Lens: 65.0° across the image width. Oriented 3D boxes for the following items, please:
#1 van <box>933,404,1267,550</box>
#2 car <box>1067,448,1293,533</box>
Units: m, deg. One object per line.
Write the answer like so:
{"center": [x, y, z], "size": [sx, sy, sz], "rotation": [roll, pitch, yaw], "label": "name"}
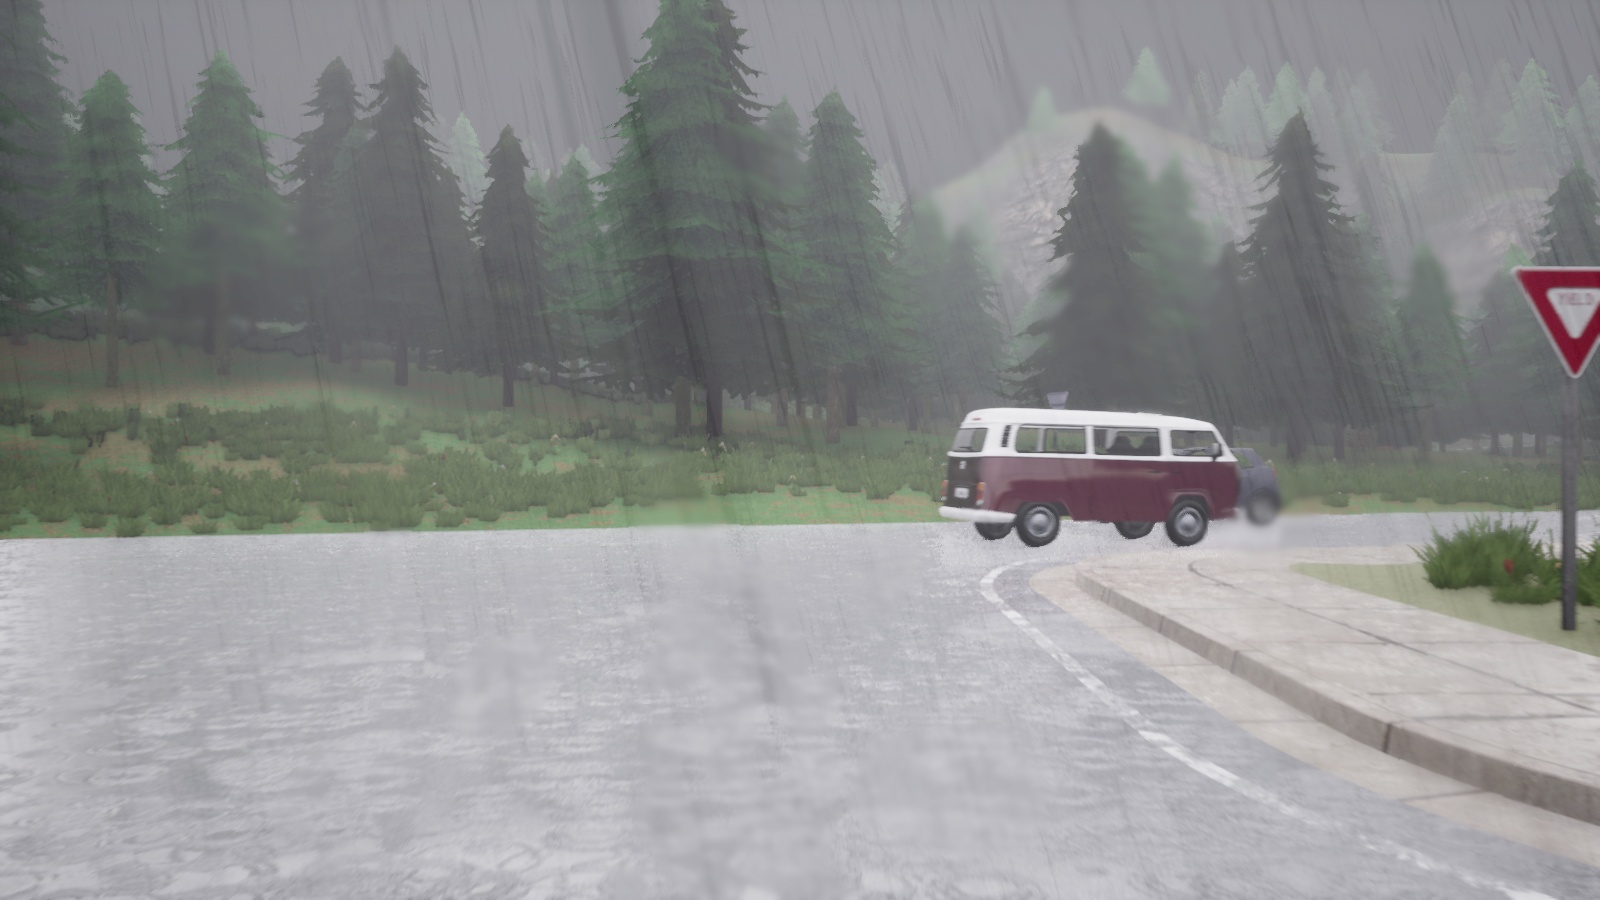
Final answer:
{"center": [4.533, 0.422, 19.163], "size": [4.480, 2.038, 2.069], "rotation": [1, 0, -16], "label": "van"}
{"center": [7.082, 0.710, 23.529], "size": [3.633, 1.501, 1.845], "rotation": [0, 0, -16], "label": "car"}
